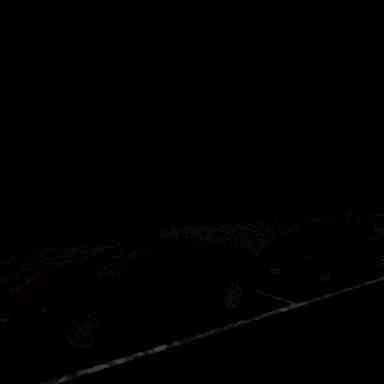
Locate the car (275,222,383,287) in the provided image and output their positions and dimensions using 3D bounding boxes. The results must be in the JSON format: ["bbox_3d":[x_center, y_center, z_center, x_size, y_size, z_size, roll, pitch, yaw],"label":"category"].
[{"bbox_3d":[3.814,1.564,9.369,4.313,1.339,1.947,0,0,-35],"label":"car"}]

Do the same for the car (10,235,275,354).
[{"bbox_3d":[-0.775,1.544,6.096,4.507,1.381,1.887,0,0,-35],"label":"car"}]
